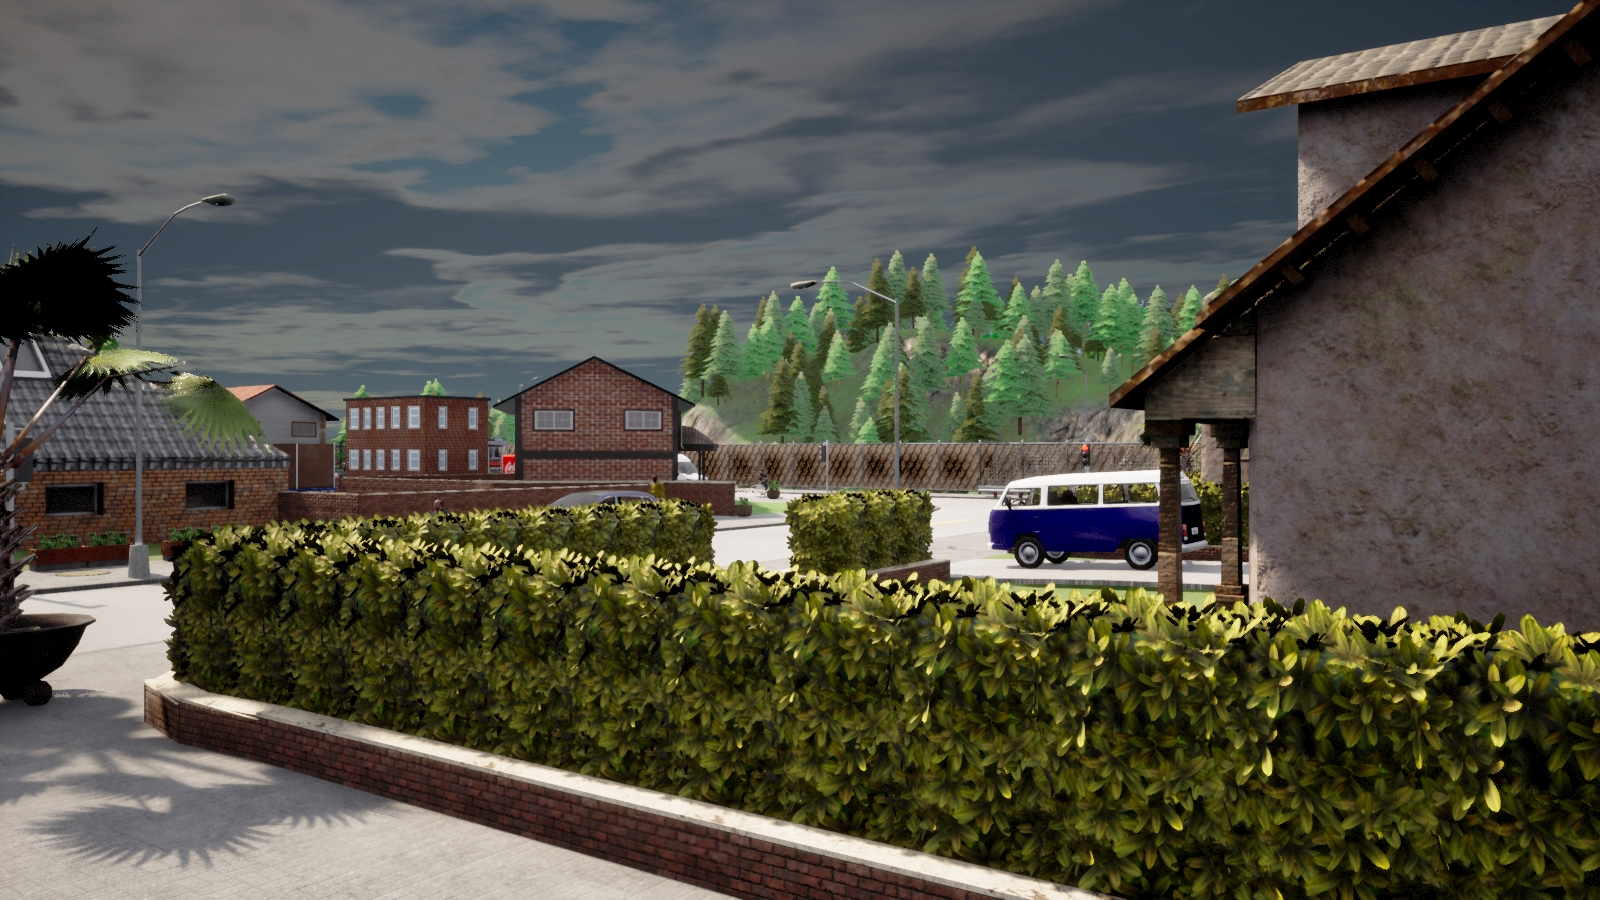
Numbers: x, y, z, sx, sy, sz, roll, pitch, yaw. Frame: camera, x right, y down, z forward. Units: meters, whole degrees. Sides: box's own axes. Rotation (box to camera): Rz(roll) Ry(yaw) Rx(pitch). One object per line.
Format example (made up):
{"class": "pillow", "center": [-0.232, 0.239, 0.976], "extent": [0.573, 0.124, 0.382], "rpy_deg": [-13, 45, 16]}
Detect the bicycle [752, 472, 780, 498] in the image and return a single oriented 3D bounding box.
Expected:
{"class": "bicycle", "center": [-1.981, 2.045, 66.264], "extent": [1.835, 1.471, 0.329], "rpy_deg": [0, 0, 35]}

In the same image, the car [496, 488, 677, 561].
{"class": "car", "center": [-5.756, 1.958, 31.296], "extent": [2.242, 1.667, 4.611], "rpy_deg": [0, 0, 35]}

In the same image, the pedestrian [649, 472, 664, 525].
{"class": "pedestrian", "center": [-5.141, 1.732, 41.048], "extent": [0.375, 1.860, 0.375], "rpy_deg": [0, 0, 36]}

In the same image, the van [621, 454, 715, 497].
{"class": "van", "center": [-8.209, 1.517, 70.612], "extent": [5.915, 2.561, 1.988], "rpy_deg": [0, 0, 35]}
